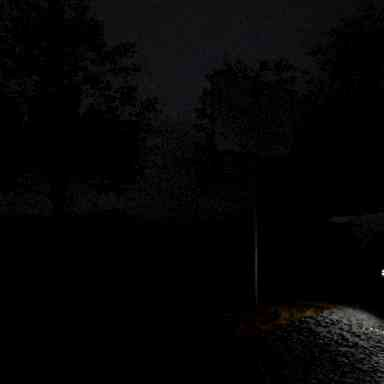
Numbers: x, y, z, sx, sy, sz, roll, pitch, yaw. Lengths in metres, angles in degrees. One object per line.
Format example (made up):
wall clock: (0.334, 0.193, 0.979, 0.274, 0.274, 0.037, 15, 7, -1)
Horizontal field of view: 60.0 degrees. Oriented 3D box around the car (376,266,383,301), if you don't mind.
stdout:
car: (5.930, 1.640, 7.305, 4.674, 1.442, 1.812, 1, -1, -36)
